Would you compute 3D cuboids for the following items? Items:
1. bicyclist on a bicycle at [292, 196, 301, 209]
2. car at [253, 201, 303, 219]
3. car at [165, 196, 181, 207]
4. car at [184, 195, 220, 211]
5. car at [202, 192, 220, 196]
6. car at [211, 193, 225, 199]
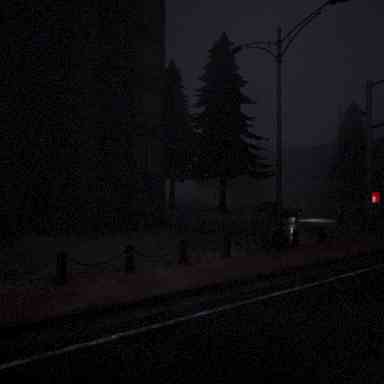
[{"bbox_3d":[11.472,1.316,36.639,1.656,1.620,0.582,0,0,-37],"label":"bicyclist on a bicycle"},{"bbox_3d":[7.535,1.541,29.475,1.812,1.442,4.674,0,0,-38],"label":"car"},{"bbox_3d":[-3.591,1.616,50.451,1.895,1.301,4.718,0,0,-34],"label":"car"},{"bbox_3d":[1.330,1.493,37.662,1.882,1.535,5.008,0,0,-37],"label":"car"},{"bbox_3d":[5.165,1.113,92.444,1.932,1.855,4.605,0,0,-37],"label":"car"},{"bbox_3d":[7.253,1.092,94.506,1.905,1.878,3.866,0,0,-37],"label":"car"}]
